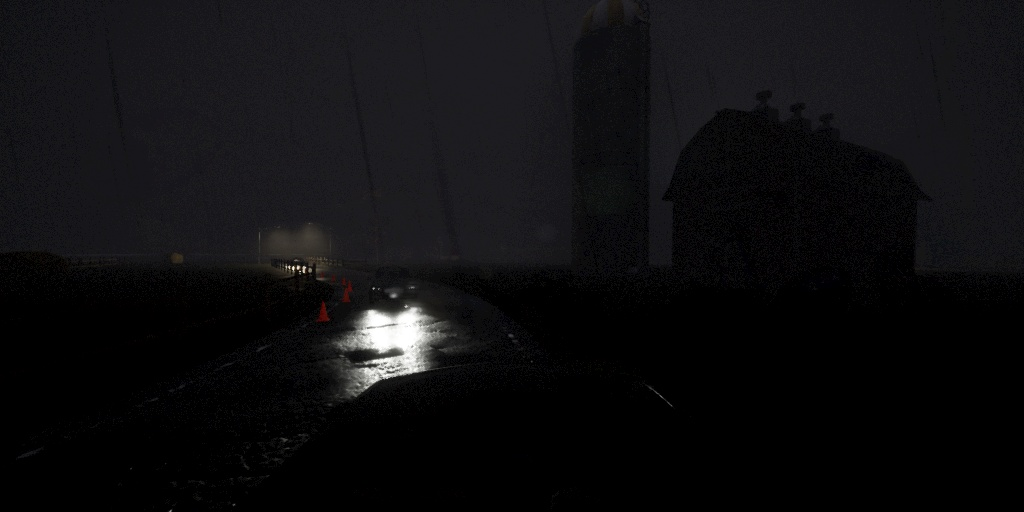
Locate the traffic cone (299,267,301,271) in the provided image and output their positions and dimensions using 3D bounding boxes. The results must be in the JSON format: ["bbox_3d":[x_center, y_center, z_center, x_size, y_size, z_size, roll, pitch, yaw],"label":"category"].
[{"bbox_3d":[-26.065,1.557,44.049,0.340,0.580,0.340,0,0,-37],"label":"traffic cone"}]

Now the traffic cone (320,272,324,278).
[{"bbox_3d":[-17.008,1.636,32.091,0.340,0.580,0.340,0,0,-37],"label":"traffic cone"}]

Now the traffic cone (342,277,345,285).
[{"bbox_3d":[-11.325,1.673,24.177,0.340,0.580,0.340,0,0,-31],"label":"traffic cone"}]

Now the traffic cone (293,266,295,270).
[{"bbox_3d":[-29.084,1.529,48.035,0.340,0.580,0.340,0,0,-37],"label":"traffic cone"}]

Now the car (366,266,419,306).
[{"bbox_3d":[-5.259,1.225,15.768,2.128,1.511,4.902,0,0,-20],"label":"car"}]

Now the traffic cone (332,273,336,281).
[{"bbox_3d":[-13.993,1.659,28.109,0.340,0.580,0.340,0,0,-37],"label":"traffic cone"}]

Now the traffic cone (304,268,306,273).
[{"bbox_3d":[-23.046,1.584,40.064,0.340,0.580,0.340,0,0,-37],"label":"traffic cone"}]

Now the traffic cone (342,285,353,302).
[{"bbox_3d":[-7.224,1.695,15.617,0.340,0.580,0.340,0,0,-20],"label":"traffic cone"}]

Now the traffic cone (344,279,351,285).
[{"bbox_3d":[-9.061,1.685,20.000,0.340,0.580,0.340,0,0,-26],"label":"traffic cone"}]

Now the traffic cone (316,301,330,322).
[{"bbox_3d":[-5.834,1.701,11.073,0.340,0.580,0.340,0,0,-14],"label":"traffic cone"}]
